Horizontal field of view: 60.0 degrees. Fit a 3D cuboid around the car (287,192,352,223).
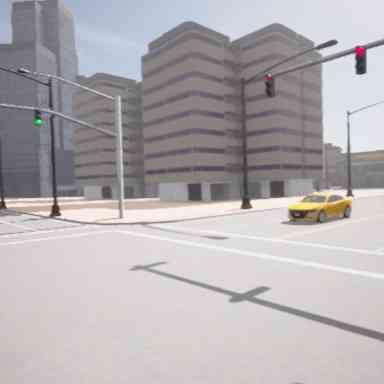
[{"bbox_3d":[7.387,0.808,19.131,5.008,1.535,1.882,-4,2,-41],"label":"car"}]
